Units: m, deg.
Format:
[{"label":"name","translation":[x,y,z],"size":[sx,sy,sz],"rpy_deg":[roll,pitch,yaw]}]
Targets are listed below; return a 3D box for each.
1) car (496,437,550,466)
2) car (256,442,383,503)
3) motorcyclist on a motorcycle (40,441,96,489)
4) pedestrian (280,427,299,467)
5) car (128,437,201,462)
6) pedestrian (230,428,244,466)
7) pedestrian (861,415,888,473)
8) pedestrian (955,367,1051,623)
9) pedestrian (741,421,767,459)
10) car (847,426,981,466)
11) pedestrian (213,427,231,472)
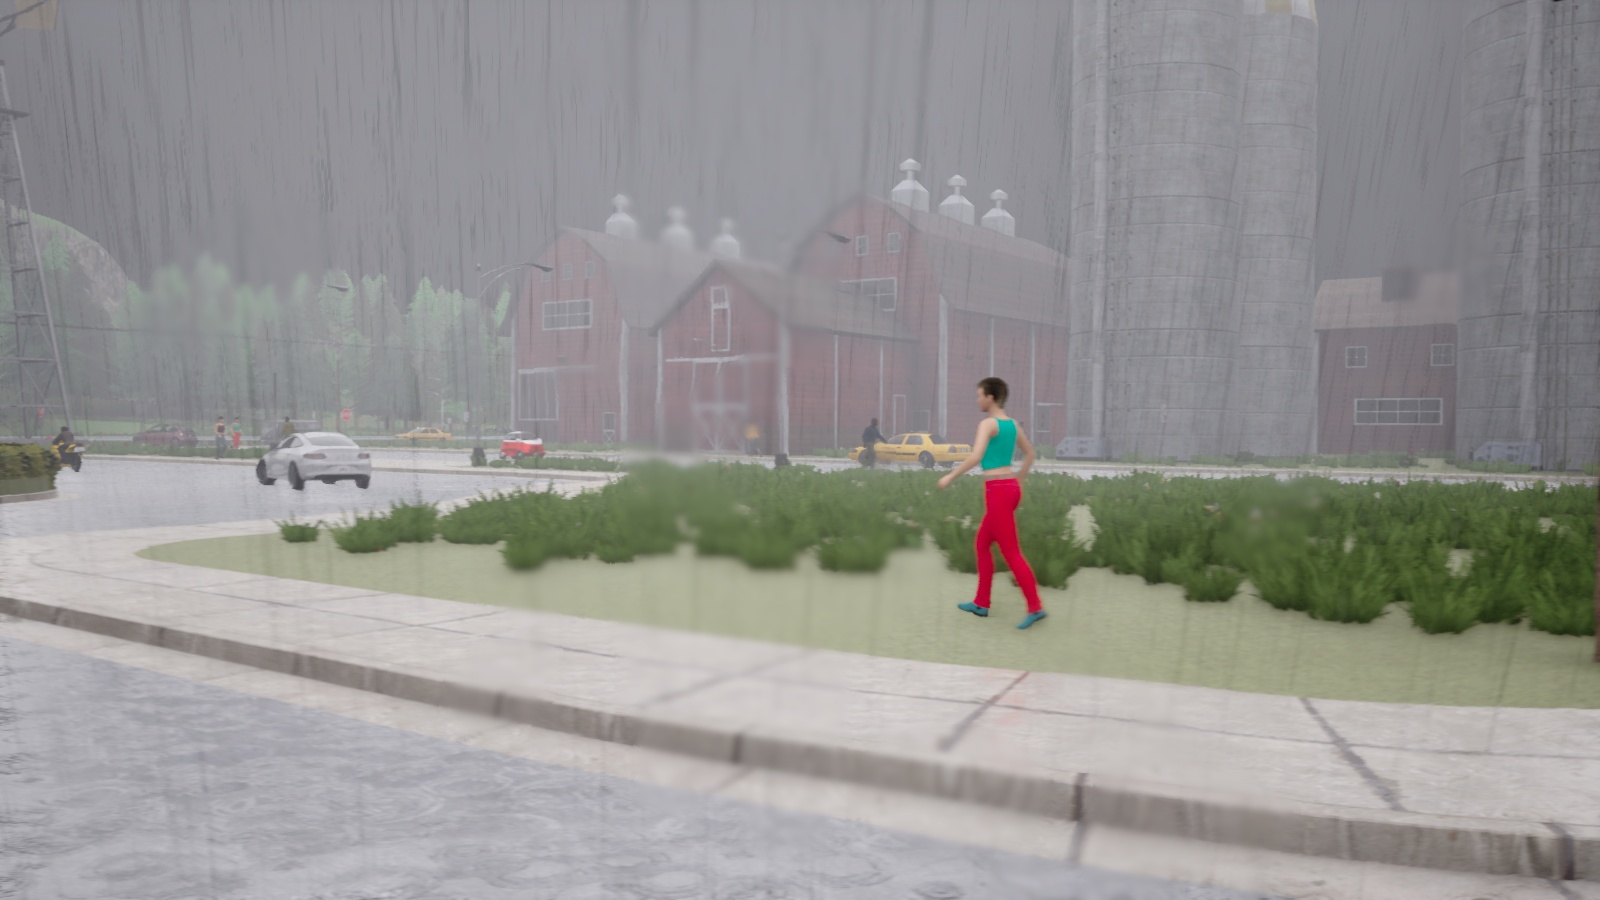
[{"label":"car","translation":[-13.517,0.066,61.290],"size":[2.207,1.376,1.481],"rpy_deg":[-1,1,35]},{"label":"car","translation":[-12.550,0.519,32.605],"size":[1.812,1.442,4.674],"rpy_deg":[-1,1,-37]},{"label":"motorcyclist on a motorcycle","translation":[-24.100,0.494,41.315],"size":[2.044,1.523,0.797],"rpy_deg":[0,1,36]},{"label":"pedestrian","translation":[-23.539,-0.129,57.943],"size":[0.709,1.840,0.431],"rpy_deg":[0,1,31]},{"label":"car","translation":[-42.562,-0.059,84.139],"size":[3.988,1.617,1.851],"rpy_deg":[-1,1,10]},{"label":"pedestrian","translation":[-27.448,-0.128,61.249],"size":[0.594,1.836,0.345],"rpy_deg":[0,1,35]},{"label":"pedestrian","translation":[2.359,-0.194,39.769],"size":[0.726,1.835,0.370],"rpy_deg":[0,1,34]},{"label":"pedestrian","translation":[1.510,0.320,9.329],"size":[0.594,1.836,0.345],"rpy_deg":[0,1,35]},{"label":"pedestrian","translation":[-2.273,-0.511,62.081],"size":[0.900,1.855,0.874],"rpy_deg":[0,1,37]},{"label":"car","translation":[4.732,-0.167,52.644],"size":[5.366,1.575,1.801],"rpy_deg":[0,1,35]},{"label":"pedestrian","translation":[-23.729,-0.020,51.566],"size":[0.594,1.836,0.345],"rpy_deg":[0,1,33]}]
